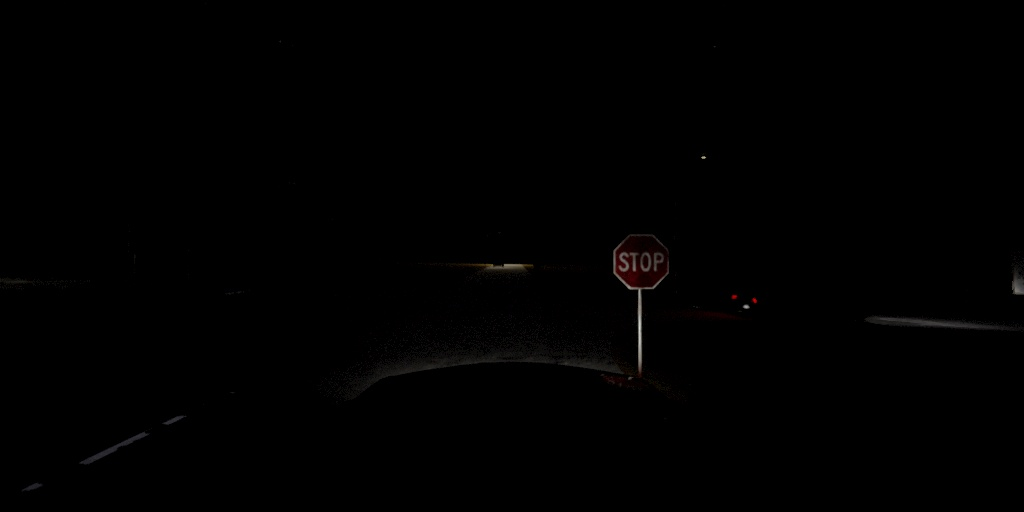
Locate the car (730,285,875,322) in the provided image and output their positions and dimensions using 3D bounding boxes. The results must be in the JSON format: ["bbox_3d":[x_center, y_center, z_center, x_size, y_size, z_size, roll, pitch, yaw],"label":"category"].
[{"bbox_3d":[11.880,1.884,14.810,4.718,1.301,1.895,2,-1,0],"label":"car"}]
